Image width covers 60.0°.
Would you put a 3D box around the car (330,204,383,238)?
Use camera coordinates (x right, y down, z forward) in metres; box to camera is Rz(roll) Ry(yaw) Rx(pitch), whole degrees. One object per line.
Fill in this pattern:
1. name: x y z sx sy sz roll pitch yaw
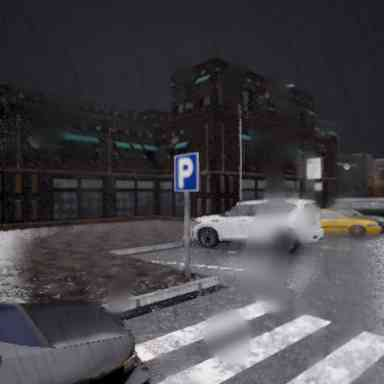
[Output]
1. car: 7.332 1.619 18.300 5.366 1.575 1.946 -2 -2 28

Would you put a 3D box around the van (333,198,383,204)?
1. van: 11.500 1.407 22.484 4.442 1.987 1.878 -2 -1 28

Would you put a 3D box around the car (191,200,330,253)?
1. car: 2.695 1.374 14.343 5.566 2.045 2.435 -2 -1 28

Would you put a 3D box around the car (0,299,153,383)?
1. car: -2.928 1.607 2.197 5.357 1.411 2.033 0 -1 -37
